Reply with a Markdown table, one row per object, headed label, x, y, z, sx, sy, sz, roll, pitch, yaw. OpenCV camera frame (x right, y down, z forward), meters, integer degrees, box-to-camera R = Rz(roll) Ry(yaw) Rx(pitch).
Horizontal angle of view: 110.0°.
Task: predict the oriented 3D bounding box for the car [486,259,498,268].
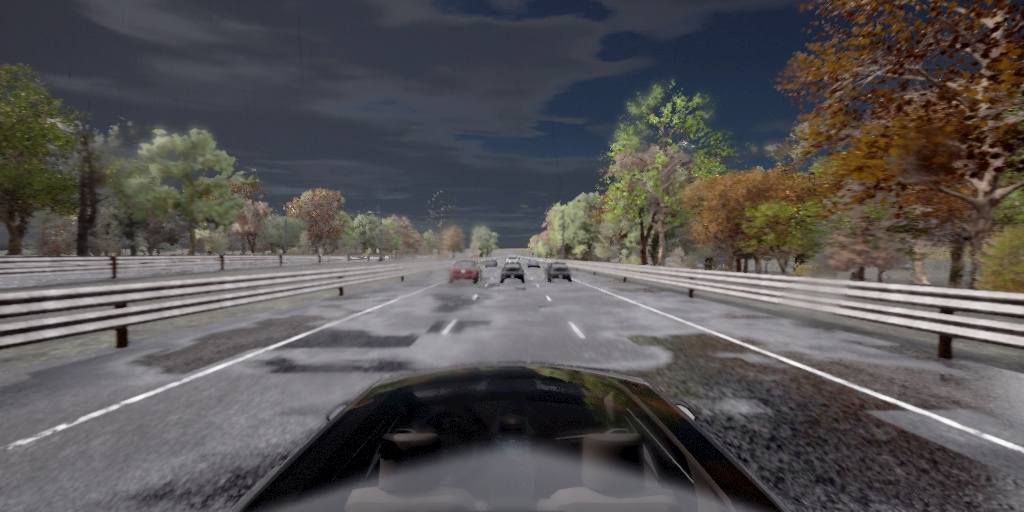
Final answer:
| label | x | y | z | sx | sy | sz | roll | pitch | yaw |
| --- | --- | --- | --- | --- | --- | --- | --- | --- | --- |
| car | -3.444 | 1.242 | 61.458 | 2.128 | 1.511 | 4.902 | 0 | 0 | 0 |

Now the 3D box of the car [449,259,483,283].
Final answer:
| label | x | y | z | sx | sy | sz | roll | pitch | yaw |
| --- | --- | --- | --- | --- | --- | --- | --- | --- | --- |
| car | -3.451 | 1.100 | 27.511 | 2.097 | 1.767 | 4.553 | 0 | 0 | 0 |

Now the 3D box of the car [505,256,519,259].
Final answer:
| label | x | y | z | sx | sy | sz | roll | pitch | yaw |
| --- | --- | --- | --- | --- | --- | --- | --- | --- | --- |
| car | 0.057 | 0.974 | 61.047 | 2.150 | 2.045 | 5.566 | 0 | 0 | 0 |

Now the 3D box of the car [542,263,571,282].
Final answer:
| label | x | y | z | sx | sy | sz | roll | pitch | yaw |
| --- | --- | --- | --- | --- | --- | --- | --- | --- | --- |
| car | 3.556 | 1.256 | 28.666 | 1.837 | 1.490 | 4.892 | 0 | 1 | 0 |

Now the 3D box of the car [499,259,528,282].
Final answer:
| label | x | y | z | sx | sy | sz | roll | pitch | yaw |
| --- | --- | --- | --- | --- | --- | --- | --- | --- | --- |
| car | 0.056 | 1.256 | 28.684 | 1.837 | 1.490 | 4.892 | 0 | 1 | 0 |

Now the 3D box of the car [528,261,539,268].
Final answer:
| label | x | y | z | sx | sy | sz | roll | pitch | yaw |
| --- | --- | --- | --- | --- | --- | --- | --- | --- | --- |
| car | 3.556 | 1.313 | 61.395 | 1.994 | 1.385 | 4.181 | 0 | 0 | 0 |
